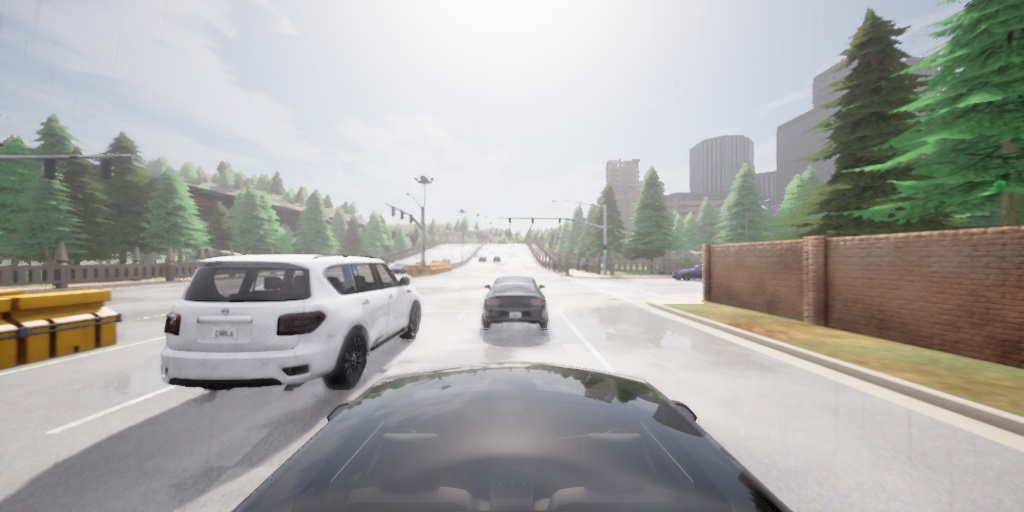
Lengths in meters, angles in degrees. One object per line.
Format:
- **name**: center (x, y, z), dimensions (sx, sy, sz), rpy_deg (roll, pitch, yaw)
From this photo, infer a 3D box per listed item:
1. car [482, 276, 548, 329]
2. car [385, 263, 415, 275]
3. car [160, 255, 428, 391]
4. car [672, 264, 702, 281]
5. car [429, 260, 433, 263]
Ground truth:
- **car**: center (0.094, 1.341, 11.357), dimensions (1.812, 1.442, 4.674), rpy_deg (0, 0, 0)
- **car**: center (-14.074, 1.592, 45.384), dimensions (2.033, 1.411, 5.357), rpy_deg (0, 0, 0)
- **car**: center (-3.422, 1.008, 6.963), dimensions (2.150, 2.045, 5.566), rpy_deg (0, 0, 0)
- **car**: center (16.904, 1.482, 32.368), dimensions (4.674, 1.442, 1.812), rpy_deg (0, 0, 0)
- **car**: center (-14.061, 1.619, 55.489), dimensions (1.837, 1.490, 4.892), rpy_deg (0, -1, 0)
